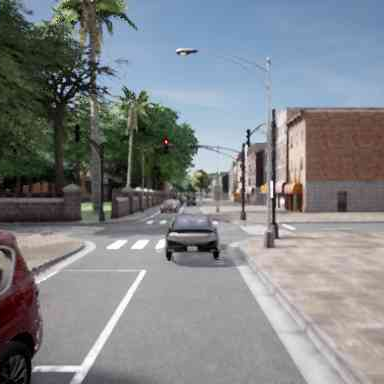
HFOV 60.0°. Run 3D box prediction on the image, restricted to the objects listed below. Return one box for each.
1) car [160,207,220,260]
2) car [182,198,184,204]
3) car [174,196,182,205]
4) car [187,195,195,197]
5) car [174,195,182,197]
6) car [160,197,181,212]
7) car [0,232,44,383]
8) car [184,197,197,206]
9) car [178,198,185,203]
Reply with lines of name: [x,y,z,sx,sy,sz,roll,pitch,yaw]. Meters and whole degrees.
car: [0.027,1.554,12.724,2.128,1.511,4.902,0,0,0]
car: [-2.765,1.971,57.008,1.802,1.307,4.206,0,-1,0]
car: [-2.739,1.731,45.631,1.967,1.590,4.097,0,0,0]
car: [-0.161,1.619,74.511,2.150,2.045,5.566,0,-1,0]
car: [-3.141,1.780,73.579,2.150,2.045,5.566,0,-1,0]
car: [-2.727,1.685,39.943,1.967,1.590,4.097,0,0,0]
car: [-2.640,1.323,1.796,2.192,1.841,5.009,0,0,0]
car: [-0.088,2.058,64.209,1.895,1.301,4.718,0,-1,0]
car: [-2.842,2.288,91.138,1.887,1.381,4.507,0,-1,0]
